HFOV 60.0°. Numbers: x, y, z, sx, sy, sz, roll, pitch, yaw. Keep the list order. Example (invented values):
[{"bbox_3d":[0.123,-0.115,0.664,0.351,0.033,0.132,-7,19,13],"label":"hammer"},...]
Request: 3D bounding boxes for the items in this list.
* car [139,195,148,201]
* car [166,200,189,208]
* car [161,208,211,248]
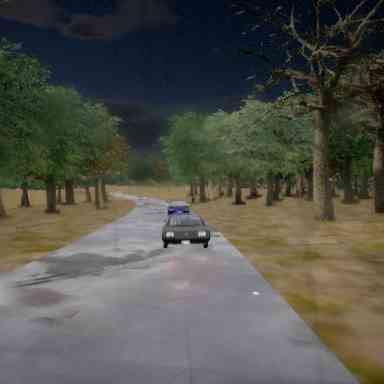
[{"bbox_3d":[-10.958,1.424,75.053,1.895,1.301,4.718,0,0,-12],"label":"car"},{"bbox_3d":[-1.246,1.484,29.759,1.882,1.535,5.008,0,0,-5],"label":"car"},{"bbox_3d":[-0.313,1.619,14.750,1.895,1.301,4.718,0,0,-2],"label":"car"}]
